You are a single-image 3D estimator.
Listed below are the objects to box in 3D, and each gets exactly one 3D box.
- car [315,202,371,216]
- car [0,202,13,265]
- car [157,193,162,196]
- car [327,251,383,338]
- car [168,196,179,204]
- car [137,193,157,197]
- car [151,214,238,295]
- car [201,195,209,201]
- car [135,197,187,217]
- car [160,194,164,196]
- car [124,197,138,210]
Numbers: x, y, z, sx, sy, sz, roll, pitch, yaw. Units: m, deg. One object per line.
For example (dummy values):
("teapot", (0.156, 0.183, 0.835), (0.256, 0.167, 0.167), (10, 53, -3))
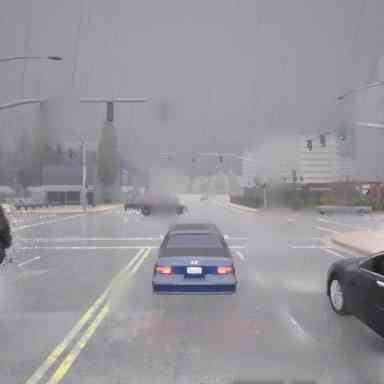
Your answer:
("car", (14.343, 1.601, 31.804), (4.718, 1.301, 1.895), (0, 0, 1))
("car", (-6.878, 1.221, 8.271), (2.150, 2.045, 5.566), (0, 0, 4))
("car", (-7.265, 1.352, 61.823), (2.097, 1.767, 4.553), (0, 0, 0))
("car", (3.547, 1.505, 4.636), (1.837, 1.490, 4.892), (0, 0, 0))
("car", (-3.748, 1.564, 66.696), (1.994, 1.385, 4.181), (0, 0, 0))
("car", (-7.260, 1.221, 51.896), (2.150, 2.045, 5.566), (0, 0, 0))
("car", (0.053, 1.547, 8.881), (2.033, 1.411, 5.357), (0, 0, 0))
("car", (3.222, 1.552, 84.560), (1.994, 1.385, 4.181), (0, 0, 0))
("car", (-2.479, 1.477, 30.365), (1.882, 1.535, 5.008), (1, 1, 37))
("car", (-3.771, 1.491, 56.828), (2.128, 1.511, 4.902), (0, 0, 0))
("car", (-7.287, 1.601, 42.252), (1.895, 1.301, 4.718), (0, 0, 1))
